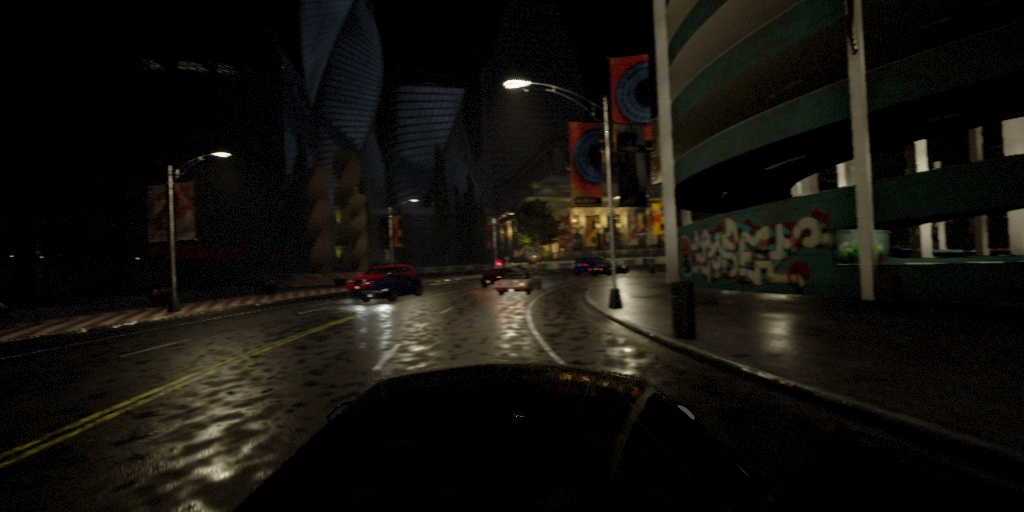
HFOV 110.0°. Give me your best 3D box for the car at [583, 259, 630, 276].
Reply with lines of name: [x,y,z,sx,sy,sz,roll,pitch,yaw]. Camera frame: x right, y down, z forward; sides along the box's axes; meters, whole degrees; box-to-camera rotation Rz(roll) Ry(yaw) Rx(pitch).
car: [9.947,1.301,36.630,5.357,1.411,2.033,-2,-1,-43]

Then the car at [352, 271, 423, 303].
car: [-6.918,1.832,21.166,1.812,1.442,4.674,-3,-1,14]

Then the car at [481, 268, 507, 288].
car: [-0.749,1.639,27.584,1.812,1.442,4.674,-3,-1,25]

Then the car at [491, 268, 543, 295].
car: [0.561,1.581,21.709,1.895,1.301,4.718,-3,-1,16]

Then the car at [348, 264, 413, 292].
car: [-9.204,1.690,26.001,2.150,2.045,5.566,-3,-1,19]

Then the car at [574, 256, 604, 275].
car: [9.312,1.052,40.531,5.566,2.045,2.150,-2,-1,-41]
